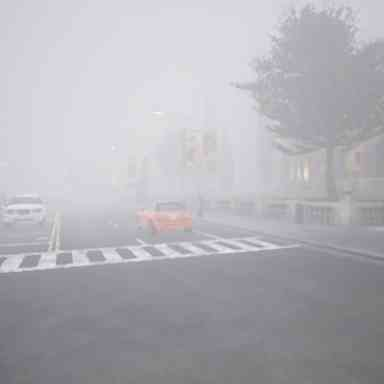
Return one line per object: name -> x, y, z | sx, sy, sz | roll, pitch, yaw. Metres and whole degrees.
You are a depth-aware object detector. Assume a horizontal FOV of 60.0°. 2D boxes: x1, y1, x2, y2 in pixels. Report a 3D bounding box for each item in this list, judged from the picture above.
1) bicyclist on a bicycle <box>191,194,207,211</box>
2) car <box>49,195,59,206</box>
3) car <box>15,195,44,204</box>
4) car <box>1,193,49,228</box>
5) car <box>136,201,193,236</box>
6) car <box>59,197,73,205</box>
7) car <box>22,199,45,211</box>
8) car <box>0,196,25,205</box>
bicyclist on a bicycle -> 0.693, 1.057, 32.022 | 1.656, 1.620, 0.582 | -1, 1, -22
car -> -22.607, 1.241, 50.222 | 4.553, 1.767, 2.097 | 0, 1, 40
car -> -28.952, 1.373, 59.077 | 5.008, 1.535, 1.882 | 0, 0, 25
car -> -11.190, 1.182, 22.689 | 2.150, 2.045, 5.566 | -1, 0, -22
car -> -1.632, 1.239, 17.900 | 2.097, 1.767, 4.553 | -1, 0, -21
car -> -21.030, 1.411, 53.498 | 4.181, 1.385, 1.994 | 0, 1, 40
car -> -19.347, 1.524, 40.555 | 1.895, 1.301, 4.718 | -1, 1, -34
car -> -30.691, 1.443, 56.040 | 4.892, 1.490, 1.837 | 0, 0, 25
